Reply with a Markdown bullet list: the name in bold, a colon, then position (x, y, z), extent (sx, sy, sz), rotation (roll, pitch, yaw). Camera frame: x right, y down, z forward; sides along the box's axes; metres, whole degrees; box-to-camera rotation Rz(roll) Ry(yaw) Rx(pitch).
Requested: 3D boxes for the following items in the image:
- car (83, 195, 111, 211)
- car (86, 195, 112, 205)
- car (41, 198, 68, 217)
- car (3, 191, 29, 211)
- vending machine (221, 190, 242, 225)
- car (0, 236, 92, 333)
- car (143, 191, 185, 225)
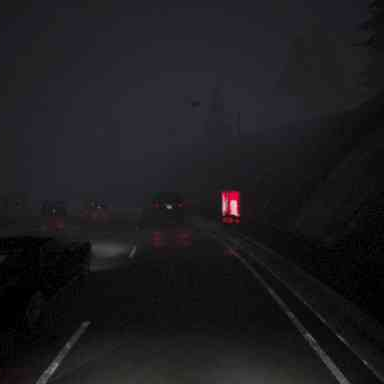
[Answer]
- **car**: position (-10.299, 1.248, 35.236), extent (1.895, 1.301, 4.718), rotation (-1, 1, -27)
- **car**: position (-13.201, 1.128, 46.920), extent (1.895, 1.301, 4.718), rotation (-1, 1, -36)
- **car**: position (-11.573, 1.238, 27.999), extent (2.128, 1.511, 4.902), rotation (0, 1, -22)
- **car**: position (-19.605, 0.921, 37.047), extent (2.150, 2.045, 5.566), rotation (0, 0, -33)
- **vending machine**: position (2.440, 0.920, 20.735), extent (1.100, 2.100, 0.880), rotation (-1, 1, -12)
- **car**: position (-3.462, 1.545, 6.658), extent (1.895, 1.301, 4.718), rotation (0, 1, -2)
- **car**: position (-1.994, 0.963, 22.247), extent (2.150, 2.045, 5.566), rotation (0, 1, -14)
